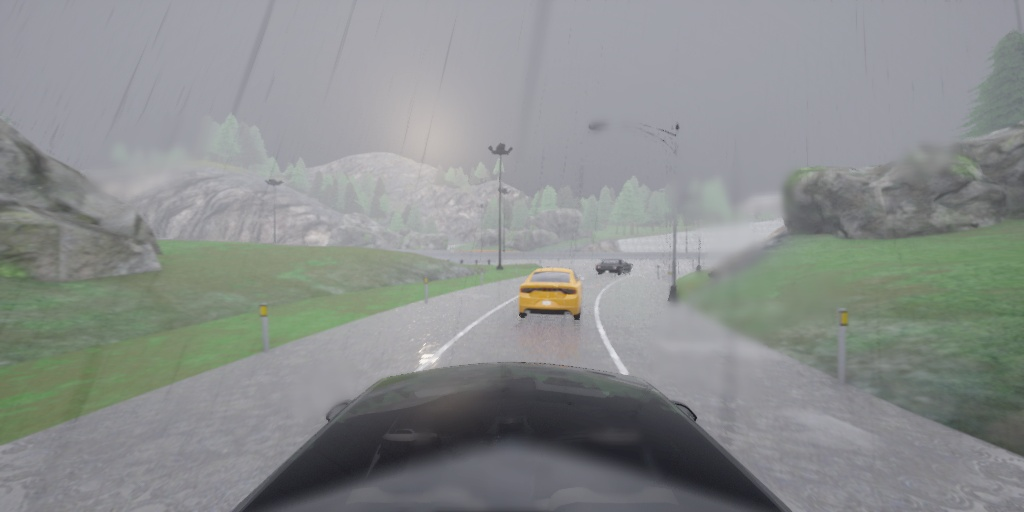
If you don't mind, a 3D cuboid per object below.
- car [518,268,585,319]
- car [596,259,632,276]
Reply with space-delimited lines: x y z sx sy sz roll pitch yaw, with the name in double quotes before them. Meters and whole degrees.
"car" 1.497 1.149 12.604 1.882 1.535 5.008 1 1 12
"car" 8.586 0.882 29.871 1.895 1.301 4.718 1 2 31
